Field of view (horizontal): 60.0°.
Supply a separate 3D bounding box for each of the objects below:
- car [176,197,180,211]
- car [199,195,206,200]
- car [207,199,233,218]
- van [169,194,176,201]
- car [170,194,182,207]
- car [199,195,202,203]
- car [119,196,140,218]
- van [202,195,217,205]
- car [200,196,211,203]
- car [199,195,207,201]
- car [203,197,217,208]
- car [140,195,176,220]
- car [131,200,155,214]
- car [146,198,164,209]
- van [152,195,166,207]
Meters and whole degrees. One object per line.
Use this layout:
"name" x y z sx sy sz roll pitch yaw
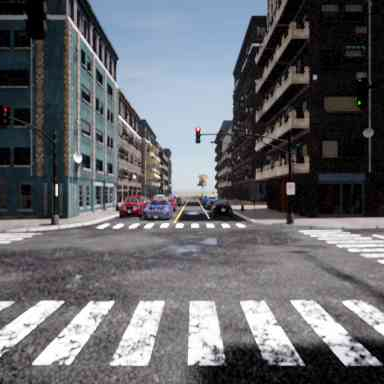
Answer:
"car" -2.717 1.502 38.949 1.882 1.535 5.008 0 0 0
"car" 2.876 1.575 91.236 1.887 1.381 4.507 0 0 0
"car" 2.668 1.587 30.164 1.947 1.339 4.313 0 0 0
"van" -5.022 1.372 85.710 1.690 1.788 3.998 0 0 0
"car" -2.655 1.506 53.048 1.882 1.535 5.008 0 0 1
"car" 2.763 1.470 57.924 1.967 1.590 4.097 0 0 0
"car" -5.212 1.336 30.190 2.192 1.841 5.009 0 0 0
"van" 2.725 1.368 46.820 1.690 1.788 3.998 0 0 0
"car" 2.800 1.582 69.028 2.008 1.369 4.403 0 0 0
"car" 2.857 1.576 85.684 1.887 1.381 4.507 0 0 0
"car" 2.706 1.607 41.268 1.802 1.307 4.206 0 0 0
"car" -2.782 1.372 28.102 2.097 1.767 4.553 0 0 1
"car" -5.194 1.568 35.742 1.887 1.381 4.507 0 0 0
"car" -5.155 1.571 46.847 1.887 1.381 4.507 0 0 0
"van" -5.136 1.369 52.398 1.690 1.788 3.998 0 0 0
